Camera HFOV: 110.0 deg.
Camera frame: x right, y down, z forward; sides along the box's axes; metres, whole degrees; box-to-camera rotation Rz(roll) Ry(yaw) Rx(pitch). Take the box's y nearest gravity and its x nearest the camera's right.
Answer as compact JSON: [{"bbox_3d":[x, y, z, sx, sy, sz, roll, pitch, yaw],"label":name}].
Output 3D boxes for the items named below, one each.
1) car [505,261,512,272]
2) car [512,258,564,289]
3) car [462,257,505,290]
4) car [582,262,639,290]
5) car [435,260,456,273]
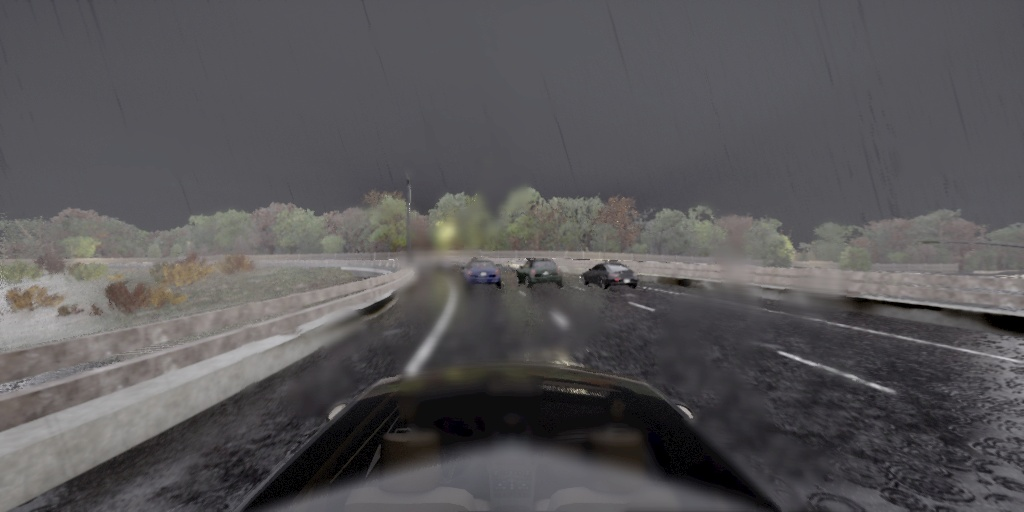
[{"bbox_3d":[0.254,1.151,40.702,1.895,1.301,4.718,-1,0,-19],"label":"car"},{"bbox_3d":[1.601,0.971,22.311,2.097,1.767,4.553,-1,0,-10],"label":"car"},{"bbox_3d":[-1.987,1.033,22.458,2.097,1.767,4.553,-1,0,-10],"label":"car"},{"bbox_3d":[5.497,1.084,20.487,1.812,1.442,4.674,-1,1,-9],"label":"car"},{"bbox_3d":[-7.872,1.180,42.350,2.128,1.511,4.902,-1,0,-22],"label":"car"}]
